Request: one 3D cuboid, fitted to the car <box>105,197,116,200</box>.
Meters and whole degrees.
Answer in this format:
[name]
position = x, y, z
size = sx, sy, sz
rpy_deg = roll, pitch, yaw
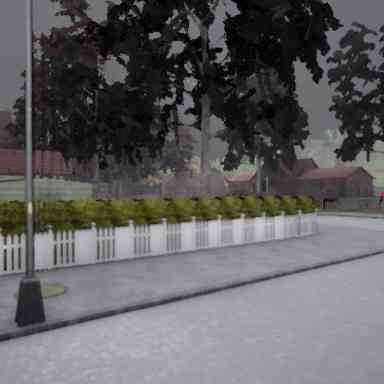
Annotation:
[car]
position = -13.592, 1.571, 56.053
size = 1.895, 1.301, 4.718
rpy_deg = 0, 0, -36
